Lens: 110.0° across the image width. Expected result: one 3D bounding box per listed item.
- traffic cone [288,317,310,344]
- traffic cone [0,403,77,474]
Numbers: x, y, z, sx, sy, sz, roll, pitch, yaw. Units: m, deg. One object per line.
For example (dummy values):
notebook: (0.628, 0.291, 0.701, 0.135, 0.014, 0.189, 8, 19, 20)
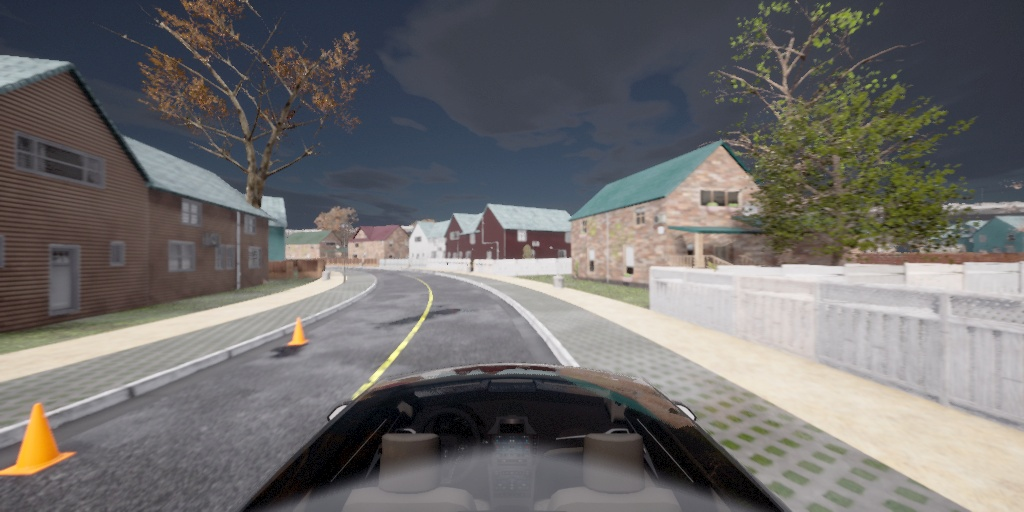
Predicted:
traffic cone: (-4.945, 1.716, 8.321, 0.340, 0.580, 0.340, 0, 0, -6)
traffic cone: (-4.611, 1.731, 3.494, 0.340, 0.580, 0.340, 0, 0, -2)
